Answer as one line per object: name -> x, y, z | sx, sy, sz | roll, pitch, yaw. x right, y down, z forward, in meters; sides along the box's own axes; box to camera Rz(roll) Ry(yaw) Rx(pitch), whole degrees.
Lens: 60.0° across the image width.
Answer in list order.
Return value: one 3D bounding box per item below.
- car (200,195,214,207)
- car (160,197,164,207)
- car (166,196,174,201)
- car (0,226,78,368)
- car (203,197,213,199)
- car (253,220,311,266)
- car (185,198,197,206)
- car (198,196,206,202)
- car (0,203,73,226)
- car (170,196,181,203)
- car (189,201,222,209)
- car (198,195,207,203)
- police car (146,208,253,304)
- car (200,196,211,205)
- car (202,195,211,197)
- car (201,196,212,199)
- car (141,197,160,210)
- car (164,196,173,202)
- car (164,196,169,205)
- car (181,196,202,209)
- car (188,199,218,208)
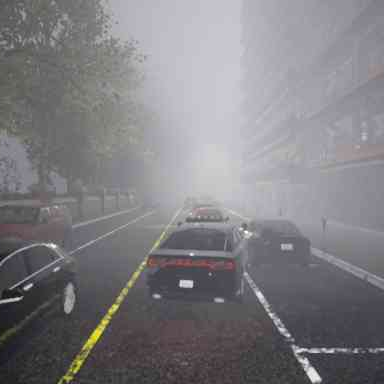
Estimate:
car -> 2.535, 1.447, 56.458 | 2.192, 1.841, 5.009 | 0, 0, 0
car -> -5.829, 1.556, 50.804 | 1.967, 1.590, 4.097 | 0, 0, 0
car -> -5.937, 1.765, 90.046 | 1.752, 1.417, 4.829 | 0, 0, 0
car -> -3.111, 1.513, 4.613 | 1.837, 1.490, 4.892 | 0, 0, 0
car -> 2.583, 1.630, 39.568 | 1.887, 1.381, 4.507 | 0, 0, 0
car -> 2.659, 1.587, 11.418 | 1.947, 1.339, 4.313 | 0, 0, 0
car -> -0.159, 1.703, 58.760 | 1.994, 1.385, 4.181 | 0, 0, 0
car -> 2.459, 1.786, 84.609 | 1.947, 1.339, 4.313 | 0, 0, 0
car -> -5.720, 1.336, 11.395 | 2.192, 1.841, 5.009 | 0, 0, 0
car -> -3.199, 1.686, 72.951 | 1.837, 1.490, 4.892 | 0, 0, 0
car -> 0.851, 1.490, 18.362 | 1.801, 1.575, 5.366 | 0, 0, 0
car -> 2.474, 1.641, 78.979 | 1.967, 1.590, 4.097 | 0, 0, 0
police car -> 0.422, 1.441, 8.469 | 1.930, 1.638, 5.238 | 0, 0, 12
car -> 2.520, 1.588, 62.089 | 1.967, 1.590, 4.097 | 0, 0, 0
car -> 2.551, 1.556, 50.828 | 1.967, 1.590, 4.097 | 0, 0, 0
car -> 2.567, 1.645, 45.198 | 1.887, 1.381, 4.507 | 0, 0, 0
car -> -5.814, 1.540, 45.175 | 1.967, 1.590, 4.097 | 0, 0, 0
car -> -5.921, 1.771, 84.586 | 2.008, 1.369, 4.403 | 0, 0, 0
car -> -5.859, 1.699, 62.065 | 2.008, 1.369, 4.403 | 0, 0, 0
car -> -0.091, 1.455, 46.070 | 2.097, 1.767, 4.553 | 0, 0, 0
car -> 0.835, 1.525, 24.173 | 1.882, 1.535, 5.008 | 0, 0, 0
